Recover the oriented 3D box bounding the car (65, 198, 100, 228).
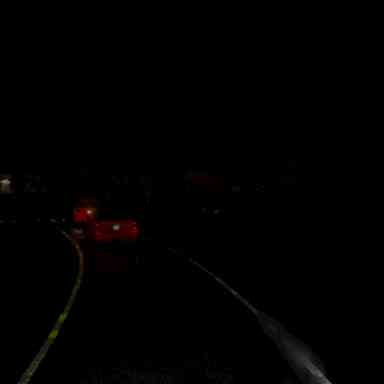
[{"bbox_3d":[-8.236,1.513,25.269,2.150,2.045,5.566,0,-1,-27],"label":"car"}]

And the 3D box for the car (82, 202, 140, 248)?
[{"bbox_3d":[-3.953,1.524,16.023,2.097,1.767,4.553,0,0,-21],"label":"car"}]
